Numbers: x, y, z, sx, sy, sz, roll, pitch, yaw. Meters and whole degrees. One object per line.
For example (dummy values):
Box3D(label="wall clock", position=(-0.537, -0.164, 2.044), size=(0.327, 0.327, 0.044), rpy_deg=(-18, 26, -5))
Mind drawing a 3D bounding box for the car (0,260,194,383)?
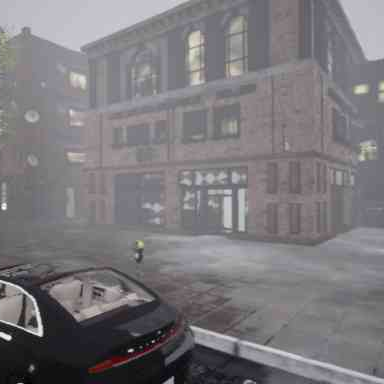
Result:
Box3D(label="car", position=(-2.032, 1.587, 4.323), size=(4.403, 1.369, 2.008), rpy_deg=(-1, 0, 35))
